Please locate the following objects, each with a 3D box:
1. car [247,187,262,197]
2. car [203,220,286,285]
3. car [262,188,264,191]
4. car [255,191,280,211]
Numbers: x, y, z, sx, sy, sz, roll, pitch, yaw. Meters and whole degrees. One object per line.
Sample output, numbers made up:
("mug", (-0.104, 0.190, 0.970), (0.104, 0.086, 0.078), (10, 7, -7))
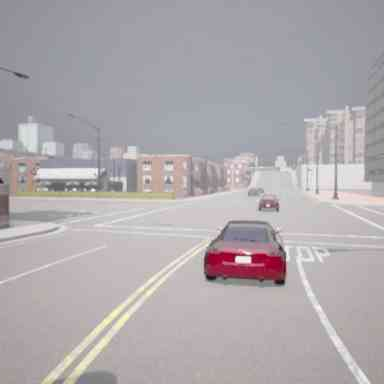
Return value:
("car", (10.995, 0.032, 59.306), (1.837, 1.490, 4.892), (1, 2, 16))
("car", (1.586, 1.471, 9.426), (1.994, 1.385, 4.181), (1, 1, 13))
("car", (15.191, -0.418, 74.746), (1.994, 1.385, 4.181), (1, 2, 15))
("car", (7.453, 0.969, 32.111), (1.812, 1.442, 4.674), (1, 2, 15))
